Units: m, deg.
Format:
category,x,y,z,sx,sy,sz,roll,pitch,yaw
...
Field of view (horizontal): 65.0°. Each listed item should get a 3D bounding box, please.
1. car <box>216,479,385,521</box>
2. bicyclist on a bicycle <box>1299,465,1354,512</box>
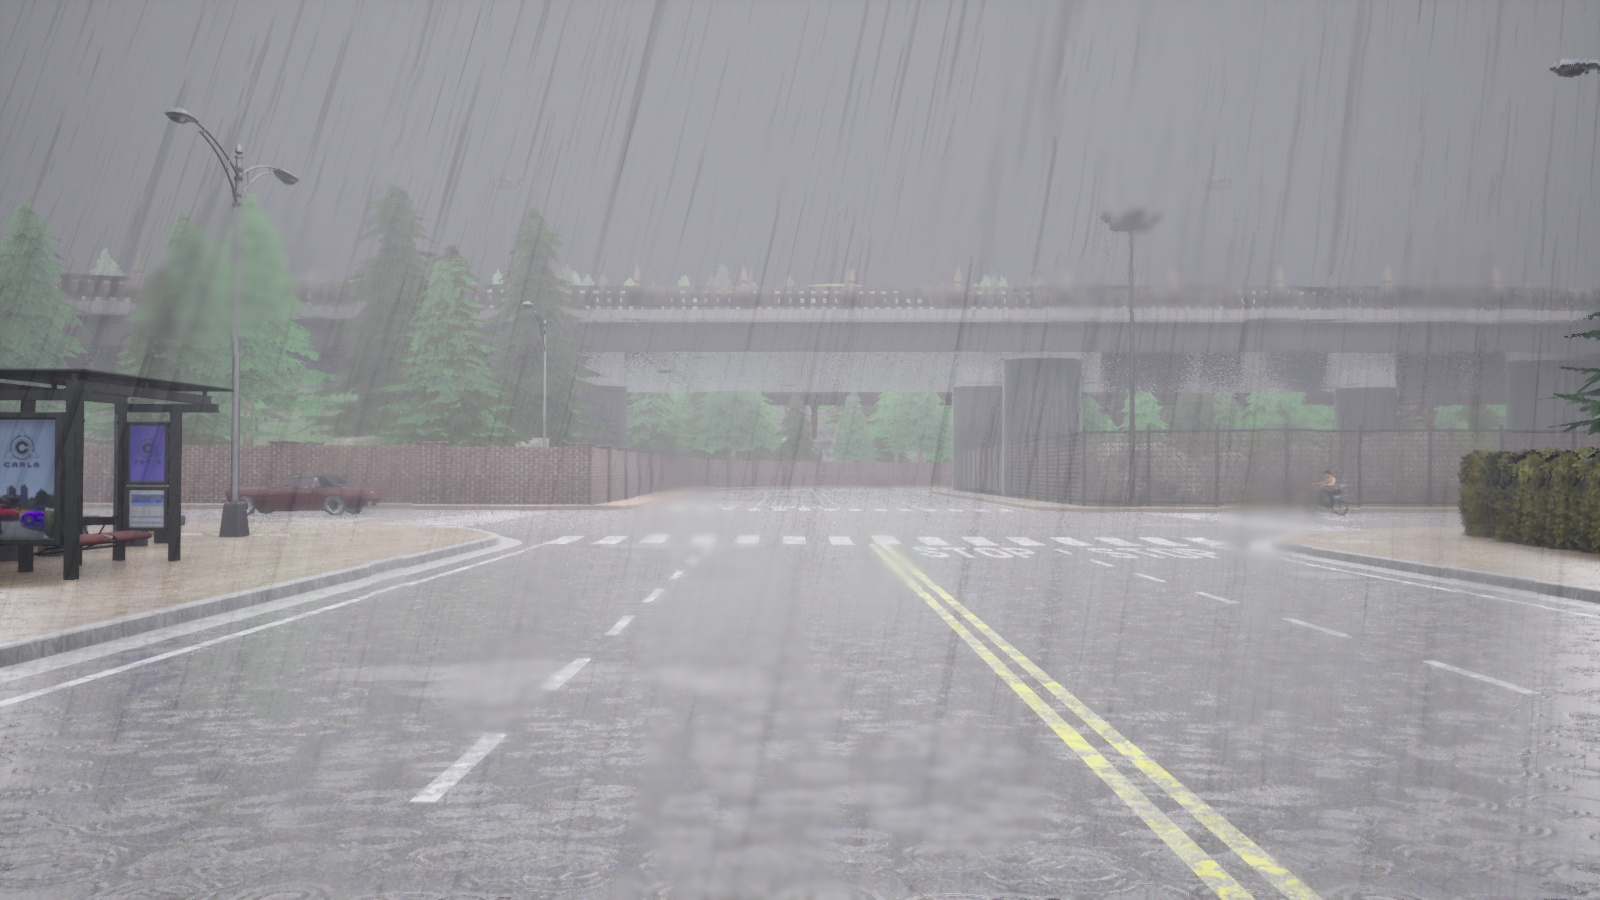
category,x,y,z,sx,sy,sz,roll,pitch,yaw
car,-16.155,1.607,40.762,4.718,1.301,1.895,0,-1,0
bicyclist on a bicycle,18.613,1.366,44.410,1.509,1.612,0.866,-2,-1,0
